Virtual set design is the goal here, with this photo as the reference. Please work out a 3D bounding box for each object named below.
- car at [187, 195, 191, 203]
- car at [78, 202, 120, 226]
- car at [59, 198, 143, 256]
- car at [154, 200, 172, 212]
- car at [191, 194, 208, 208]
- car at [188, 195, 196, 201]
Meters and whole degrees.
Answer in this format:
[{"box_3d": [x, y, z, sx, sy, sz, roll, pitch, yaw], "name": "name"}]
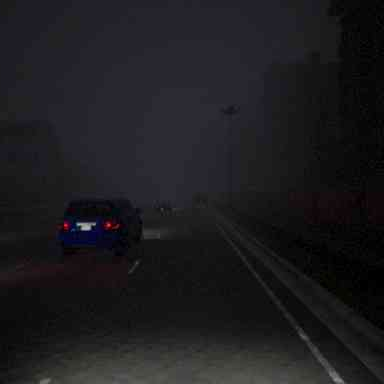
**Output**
[{"box_3d": [0.022, 1.517, 70.517, 1.812, 1.442, 4.674, 0, 0, 0], "name": "car"}, {"box_3d": [-6.892, 1.550, 25.190, 1.837, 1.490, 4.892, 0, 0, 0], "name": "car"}, {"box_3d": [-3.396, 1.246, 13.349, 2.150, 2.045, 5.566, 0, 0, 0], "name": "car"}, {"box_3d": [-3.388, 1.672, 40.345, 1.895, 1.301, 4.718, 0, 0, 0], "name": "car"}, {"box_3d": [1.240, 1.311, 49.508, 2.150, 2.045, 5.566, 0, 0, 0], "name": "car"}, {"box_3d": [0.027, 1.544, 85.517, 2.128, 1.511, 4.902, 0, 0, 0], "name": "car"}]
